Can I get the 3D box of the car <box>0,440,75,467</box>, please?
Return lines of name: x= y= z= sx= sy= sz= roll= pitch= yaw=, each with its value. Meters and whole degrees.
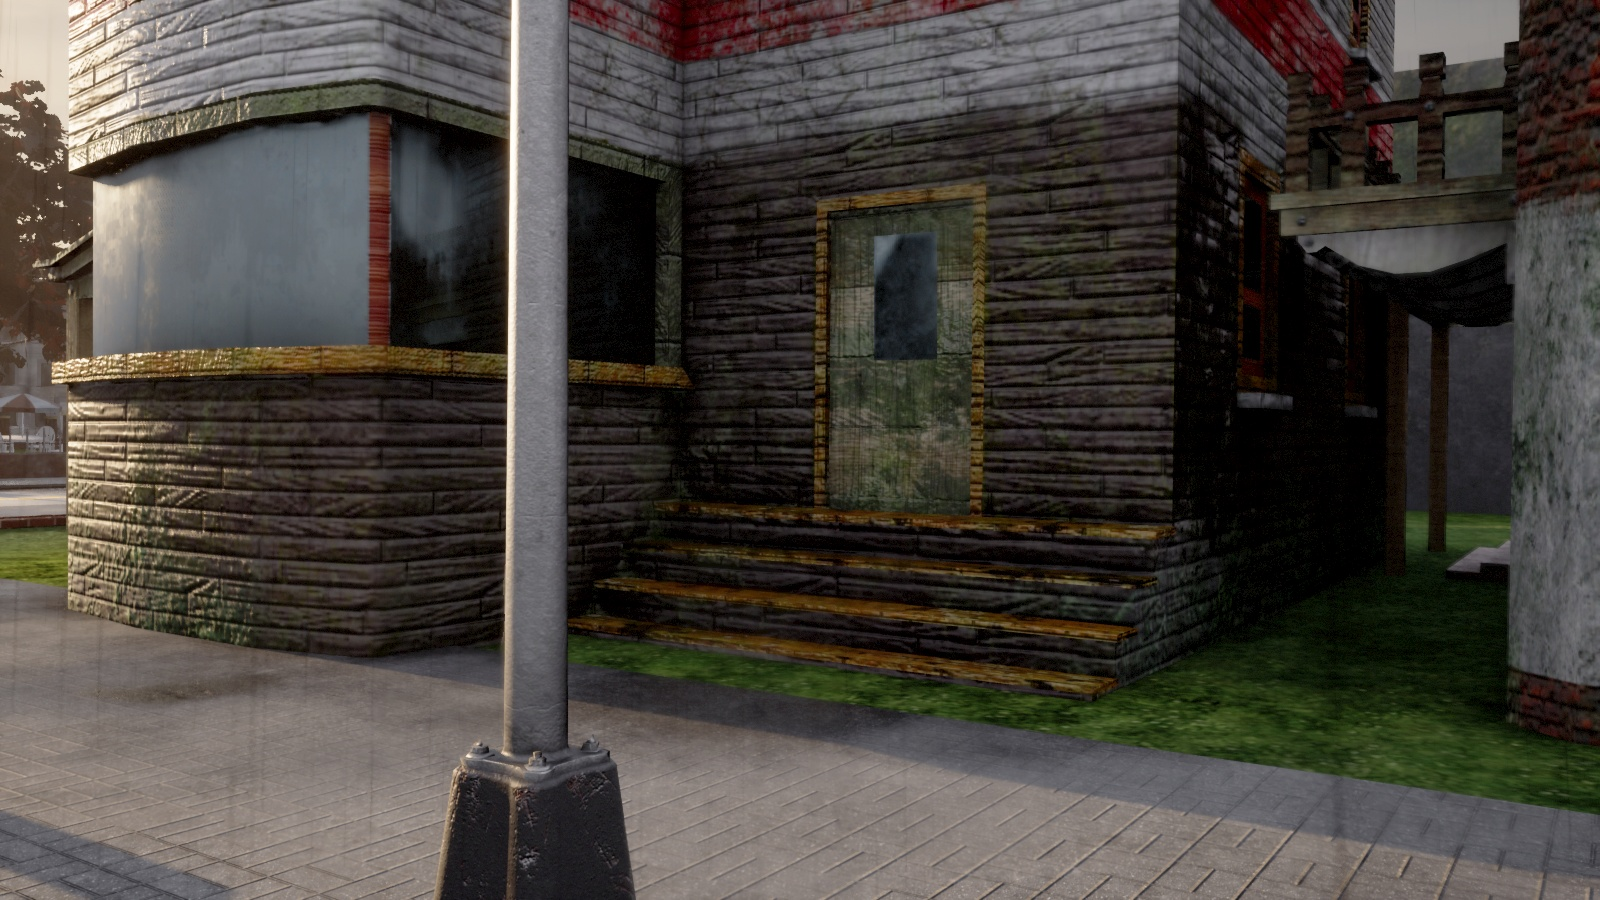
car: x=-43.102 y=0.197 z=69.597 sx=1.812 sy=1.442 sz=4.674 roll=0 pitch=1 yaw=33
